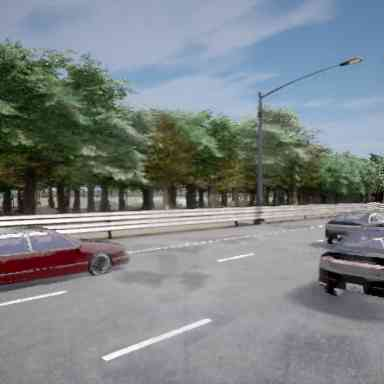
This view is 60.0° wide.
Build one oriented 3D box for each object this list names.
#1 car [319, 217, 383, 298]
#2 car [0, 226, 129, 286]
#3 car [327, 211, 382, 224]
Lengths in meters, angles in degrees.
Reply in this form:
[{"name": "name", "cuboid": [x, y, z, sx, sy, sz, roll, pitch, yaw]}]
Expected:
[{"name": "car", "cuboid": [4.756, 1.571, 7.793, 4.902, 1.511, 2.128, 1, -1, -43]}, {"name": "car", "cuboid": [-4.337, 1.625, 8.688, 5.357, 1.411, 2.033, 1, -1, -43]}, {"name": "car", "cuboid": [7.971, 1.663, 15.532, 4.902, 1.511, 2.128, 1, -1, -44]}]
